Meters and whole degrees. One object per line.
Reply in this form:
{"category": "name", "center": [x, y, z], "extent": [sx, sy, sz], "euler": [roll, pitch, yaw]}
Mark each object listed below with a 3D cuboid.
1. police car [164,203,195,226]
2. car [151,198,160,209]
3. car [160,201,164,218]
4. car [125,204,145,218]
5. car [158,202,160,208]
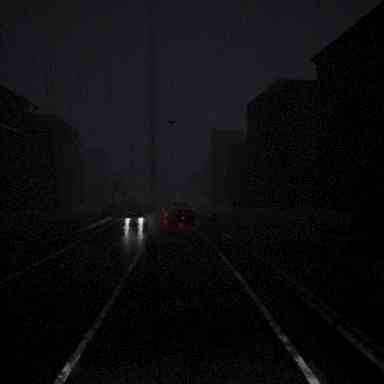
{"category": "police car", "center": [-0.937, 1.688, 25.923], "extent": [1.930, 1.638, 5.238], "euler": [0, -2, -7]}
{"category": "car", "center": [-6.301, 2.319, 60.908], "extent": [1.837, 1.490, 4.892], "euler": [0, 1, -7]}
{"category": "car", "center": [-2.210, 2.036, 35.945], "extent": [1.801, 1.575, 5.366], "euler": [0, -2, -7]}
{"category": "car", "center": [-6.576, 2.178, 38.642], "extent": [1.837, 1.490, 4.892], "euler": [0, -1, -7]}
{"category": "car", "center": [-2.945, 2.252, 41.710], "extent": [1.812, 1.442, 4.674], "euler": [0, -1, -7]}
